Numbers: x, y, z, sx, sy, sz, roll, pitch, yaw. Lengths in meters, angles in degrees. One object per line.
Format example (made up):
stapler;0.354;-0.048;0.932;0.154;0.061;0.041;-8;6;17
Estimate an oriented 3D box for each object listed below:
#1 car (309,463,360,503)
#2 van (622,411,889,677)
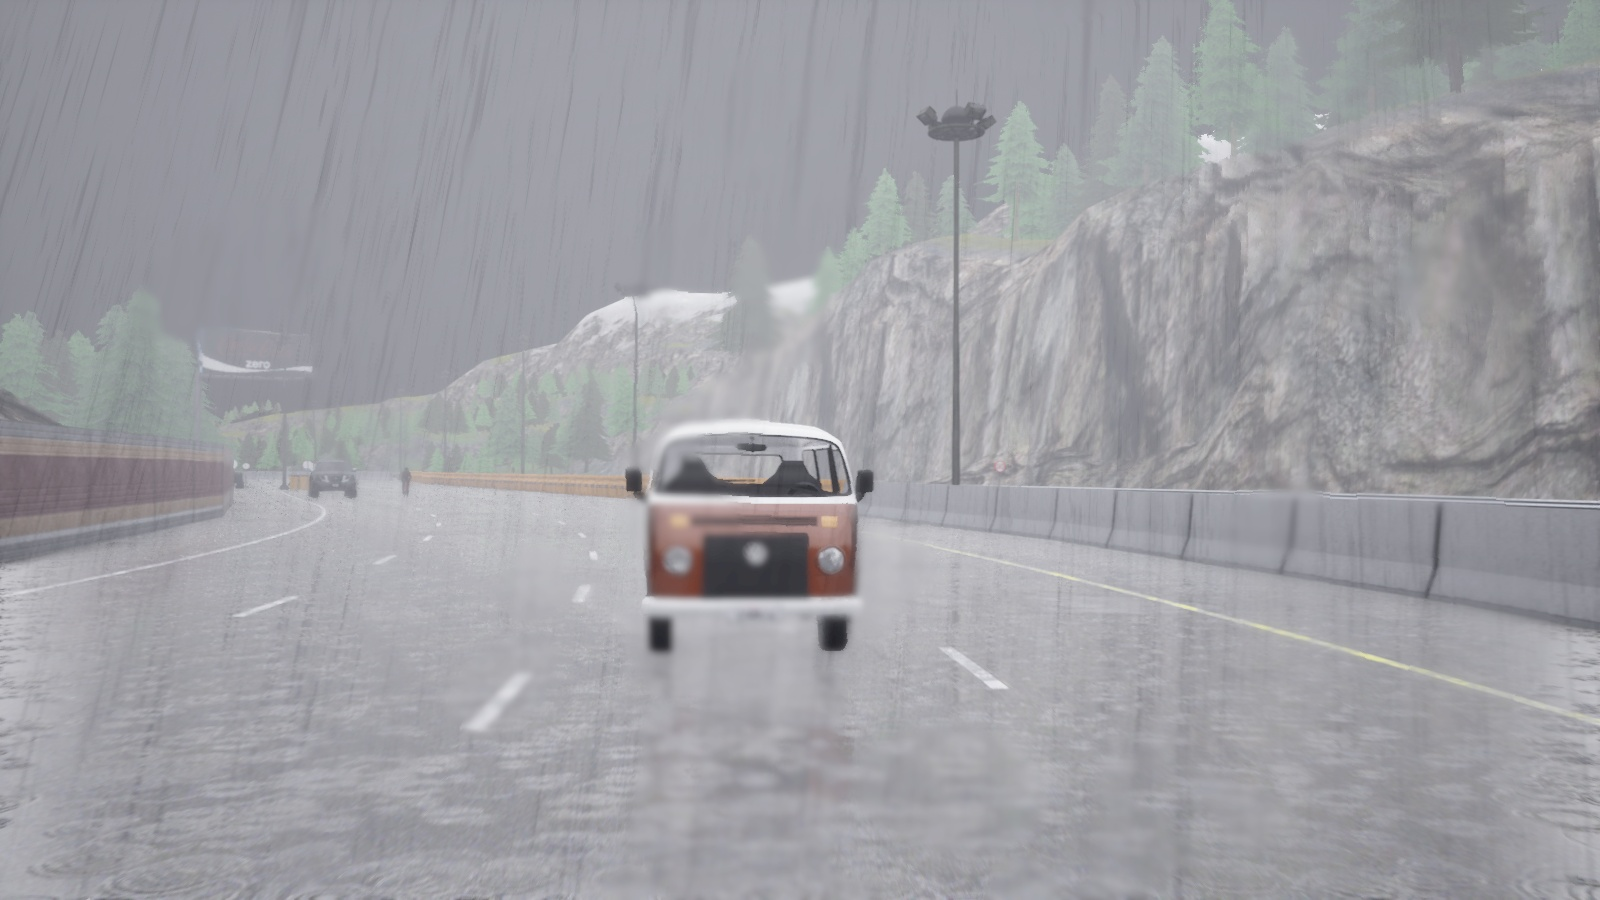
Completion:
car;-24.889;1.759;67.067;2.150;2.045;5.566;0;-1;-24
van;-0.549;0.737;11.938;2.069;2.038;4.480;0;-1;-6
